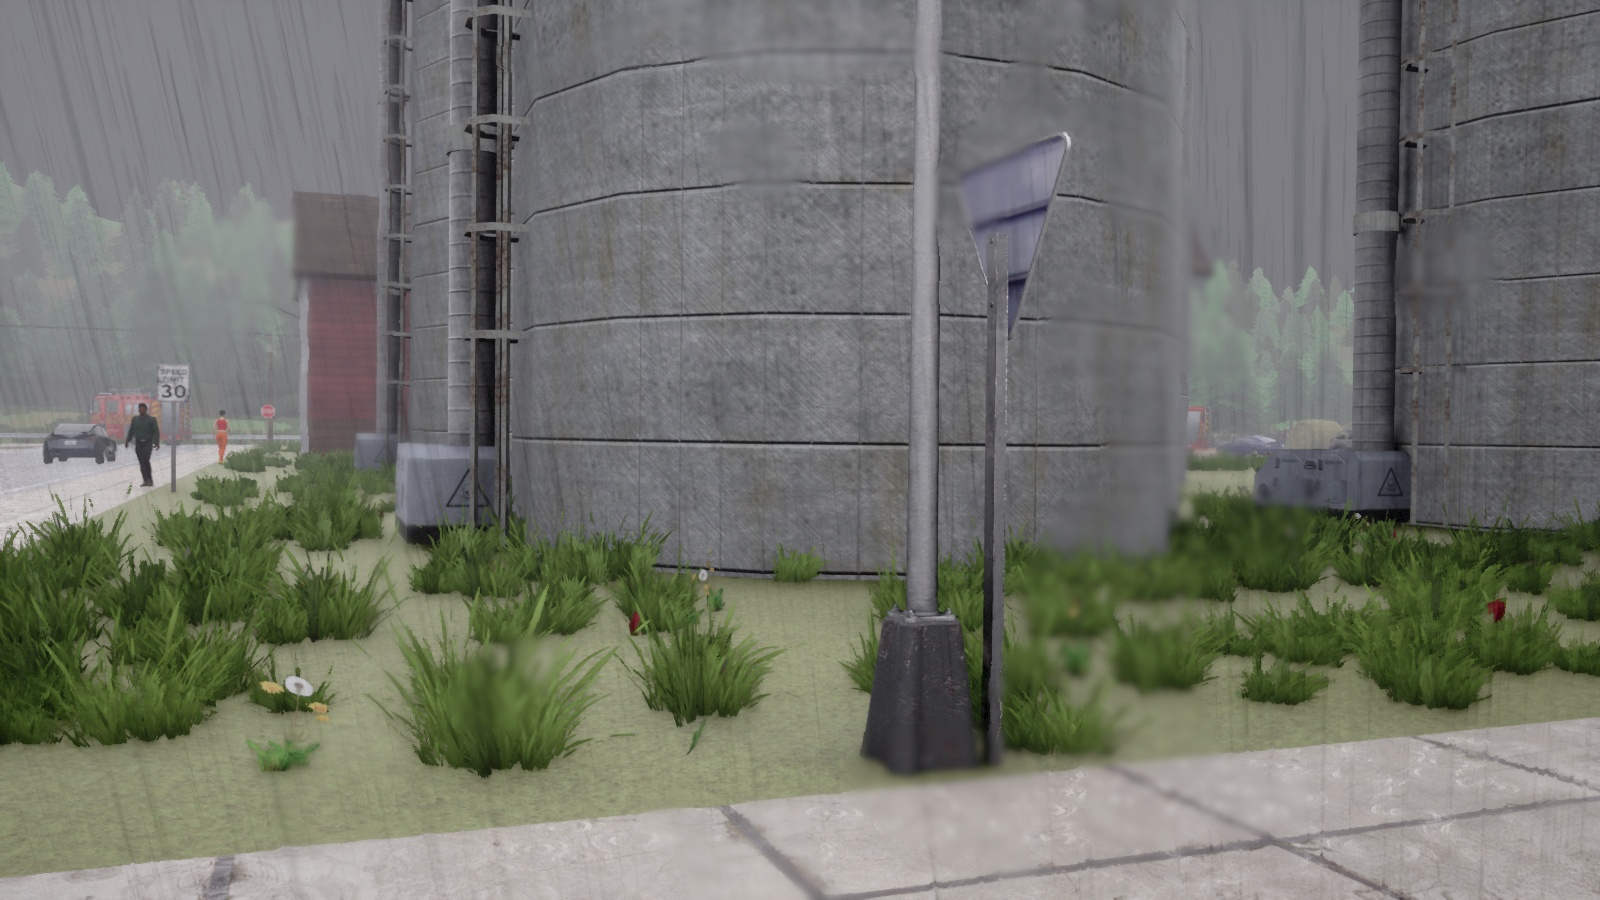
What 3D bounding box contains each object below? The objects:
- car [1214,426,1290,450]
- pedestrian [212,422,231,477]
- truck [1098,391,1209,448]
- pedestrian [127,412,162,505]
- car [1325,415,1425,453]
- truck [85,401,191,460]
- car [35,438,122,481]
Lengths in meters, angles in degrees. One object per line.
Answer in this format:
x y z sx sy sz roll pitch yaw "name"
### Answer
28.201 -0.784 78.468 1.812 1.442 4.674 -1 1 -21 "car"
-19.391 -0.024 42.113 0.345 1.836 0.594 -1 1 -4 "pedestrian"
24.537 -2.088 87.621 2.891 3.827 8.468 -1 1 -22 "truck"
-14.035 0.167 26.908 0.423 1.949 0.788 -1 1 -11 "pedestrian"
29.751 -0.846 65.113 1.932 1.855 4.605 0 1 -22 "car"
-45.037 -1.270 85.329 8.468 3.827 2.891 0 1 36 "truck"
-27.148 0.319 47.437 2.163 1.488 4.792 -1 1 -22 "car"
